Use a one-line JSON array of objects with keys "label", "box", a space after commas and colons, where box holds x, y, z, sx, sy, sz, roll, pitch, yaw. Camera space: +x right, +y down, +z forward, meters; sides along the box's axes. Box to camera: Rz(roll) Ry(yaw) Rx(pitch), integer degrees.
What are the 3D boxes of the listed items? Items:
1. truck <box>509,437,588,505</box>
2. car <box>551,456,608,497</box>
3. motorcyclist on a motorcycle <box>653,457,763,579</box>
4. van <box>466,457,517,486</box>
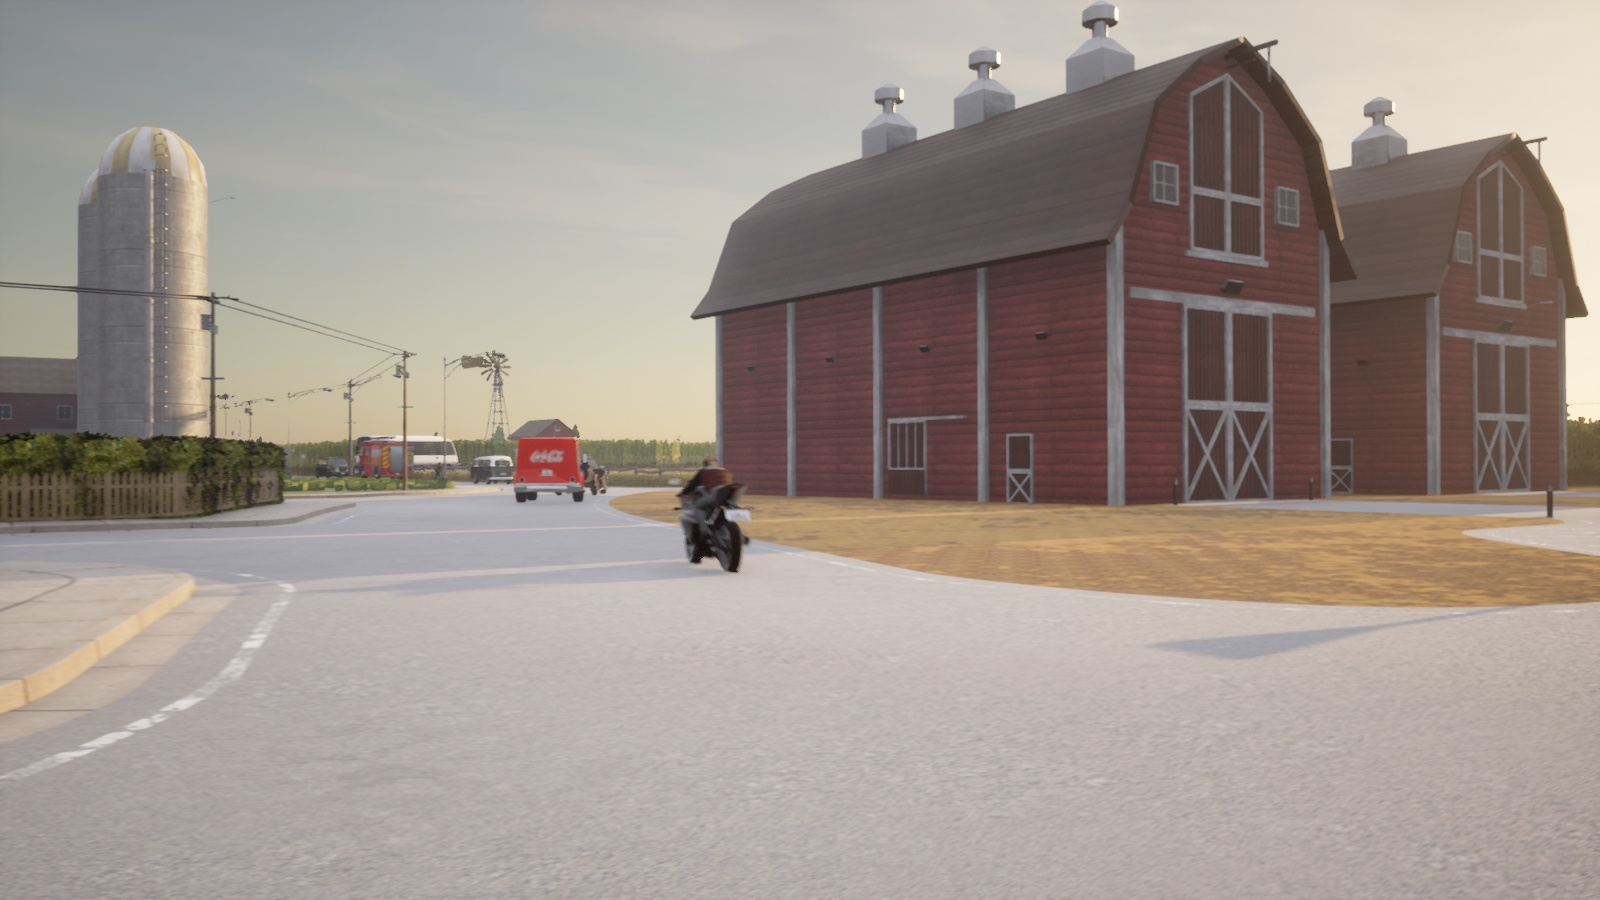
[{"label": "truck", "box": [-9.647, 0.791, 48.591, 2.627, 2.467, 5.204, 0, -1, -7]}, {"label": "car", "box": [-10.325, 1.221, 59.072, 1.932, 1.855, 4.605, 0, -1, -1]}, {"label": "motorcyclist on a motorcycle", "box": [-1.278, 0.873, 16.976, 0.866, 1.530, 2.191, 0, -1, -22]}, {"label": "van", "box": [-22.298, 1.535, 90.588, 2.069, 2.038, 4.480, 0, -1, -35]}]
